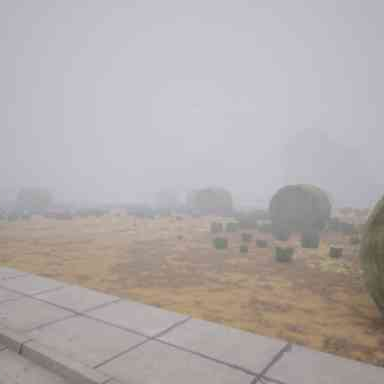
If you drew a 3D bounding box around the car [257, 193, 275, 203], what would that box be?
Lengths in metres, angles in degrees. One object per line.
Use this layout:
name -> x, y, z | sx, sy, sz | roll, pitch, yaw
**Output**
car -> 14.903, 1.150, 65.971 | 3.866, 1.878, 1.905 | -2, 6, -11
